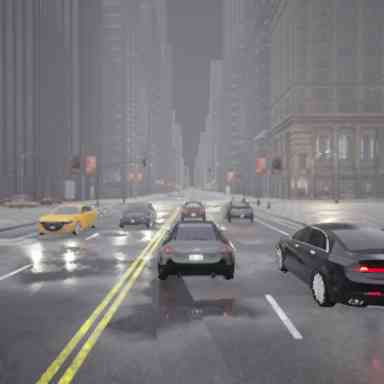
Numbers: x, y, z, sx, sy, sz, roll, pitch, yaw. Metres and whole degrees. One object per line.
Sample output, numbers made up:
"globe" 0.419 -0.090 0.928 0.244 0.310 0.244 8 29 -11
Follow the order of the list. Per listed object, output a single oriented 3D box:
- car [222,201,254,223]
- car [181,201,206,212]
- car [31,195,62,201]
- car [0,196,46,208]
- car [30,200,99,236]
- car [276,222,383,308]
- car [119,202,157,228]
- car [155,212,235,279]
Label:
"car" 3.355 1.382 24.597 2.128 1.511 4.902 0 0 0
"car" 0.104 1.412 25.503 1.812 1.442 4.674 0 0 0
"car" -23.973 1.578 55.469 4.507 1.381 1.887 -1 1 0
"car" -23.835 1.631 46.941 4.829 1.417 1.752 -1 1 0
"car" -6.596 1.397 18.209 1.882 1.535 5.008 0 0 0
"car" 3.352 1.470 7.796 1.837 1.490 4.892 0 0 0
"car" -3.343 1.413 21.192 1.837 1.490 4.892 0 0 0
"car" 0.102 1.521 9.947 1.994 1.385 4.181 0 0 0
